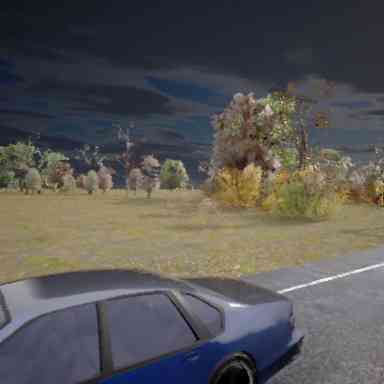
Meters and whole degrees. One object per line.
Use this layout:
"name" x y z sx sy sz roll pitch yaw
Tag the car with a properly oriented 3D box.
"car" -1.209 1.546 3.129 5.357 1.411 2.033 0 0 -35
